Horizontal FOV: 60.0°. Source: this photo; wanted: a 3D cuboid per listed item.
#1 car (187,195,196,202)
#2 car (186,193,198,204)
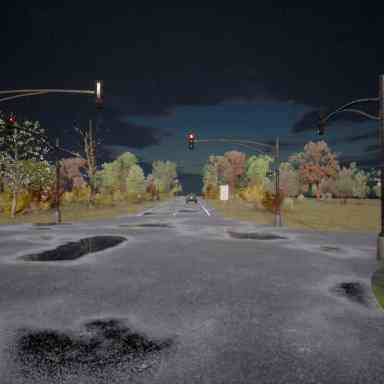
[{"bbox_3d":[-0.055,1.464,77.963,2.033,1.411,5.357,0,0,0],"label":"car"},{"bbox_3d":[-0.047,1.292,67.572,2.150,2.045,5.566,0,0,0],"label":"car"}]
